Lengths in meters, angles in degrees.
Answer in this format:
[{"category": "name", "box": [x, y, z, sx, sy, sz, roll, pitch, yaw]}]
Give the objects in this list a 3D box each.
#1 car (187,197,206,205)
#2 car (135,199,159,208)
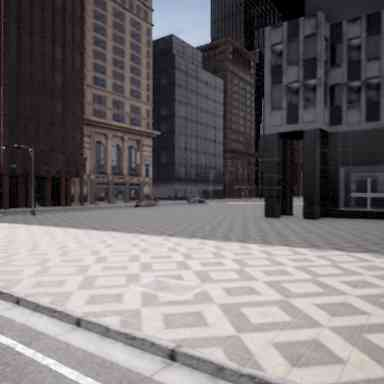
[{"category": "car", "box": [0.935, 1.722, 65.782, 2.128, 1.511, 4.902, 0, 0, 35]}, {"category": "car", "box": [-7.271, 1.853, 54.167, 1.994, 1.385, 4.181, 0, 1, 36]}]
